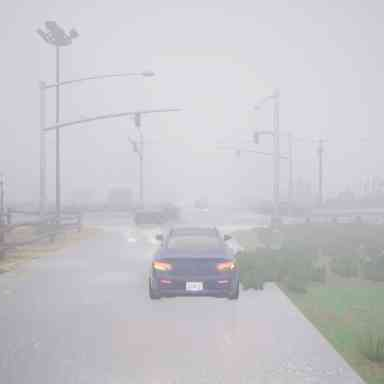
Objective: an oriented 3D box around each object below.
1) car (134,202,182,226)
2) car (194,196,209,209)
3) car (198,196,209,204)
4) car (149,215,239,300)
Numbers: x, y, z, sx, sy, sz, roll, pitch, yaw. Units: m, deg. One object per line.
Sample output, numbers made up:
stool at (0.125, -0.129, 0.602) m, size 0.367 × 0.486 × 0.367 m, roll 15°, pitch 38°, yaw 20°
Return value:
car at (-2.317, 1.477, 23.449) m, size 1.882 × 1.535 × 5.008 m, roll 0°, pitch 0°, yaw 19°
car at (1.369, 1.512, 45.593) m, size 2.033 × 1.411 × 5.357 m, roll 0°, pitch 0°, yaw 3°
car at (2.299, 1.512, 64.548) m, size 2.033 × 1.411 × 5.357 m, roll 0°, pitch 0°, yaw 3°
car at (0.044, 1.526, 8.271) m, size 1.812 × 1.442 × 4.674 m, roll 0°, pitch 0°, yaw 0°
